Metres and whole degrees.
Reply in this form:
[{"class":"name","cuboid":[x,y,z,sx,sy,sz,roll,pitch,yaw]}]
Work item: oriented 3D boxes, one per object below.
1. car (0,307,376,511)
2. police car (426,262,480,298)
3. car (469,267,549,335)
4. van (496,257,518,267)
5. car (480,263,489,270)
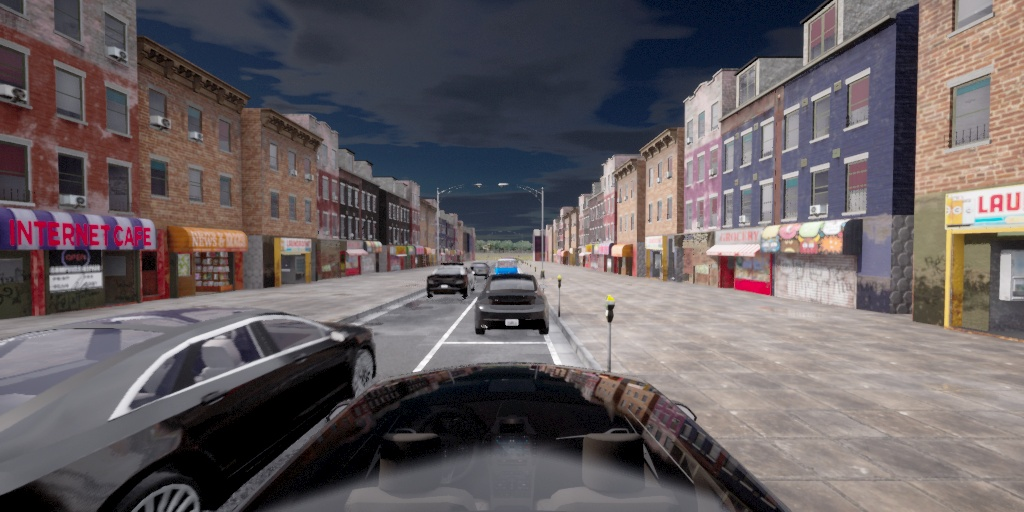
[{"class":"car","cuboid":[-2.926,1.239,3.416,2.128,1.511,4.902,0,0,0]},{"class":"police car","cuboid":[-3.020,1.168,18.577,1.930,1.638,5.238,0,0,0]},{"class":"car","cuboid":[0.000,1.250,10.502,1.837,1.490,4.892,0,0,0]},{"class":"van","cuboid":[-0.383,1.081,27.392,1.690,1.789,3.998,0,0,0]},{"class":"car","cuboid":[-2.924,1.286,32.234,2.033,1.411,5.357,0,0,0]}]
